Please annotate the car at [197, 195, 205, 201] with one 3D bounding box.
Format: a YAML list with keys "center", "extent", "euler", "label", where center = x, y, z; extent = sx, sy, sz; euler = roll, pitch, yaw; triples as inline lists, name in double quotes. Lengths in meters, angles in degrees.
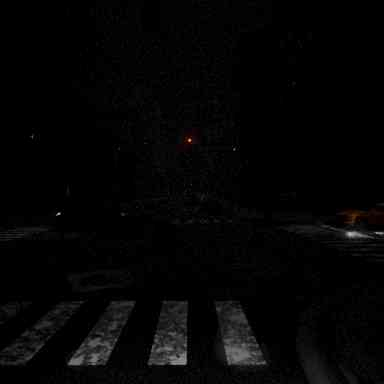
- center: [2.409, 1.600, 85.732]
  extent: [1.967, 1.590, 4.097]
  euler: [0, 0, 0]
  label: "car"

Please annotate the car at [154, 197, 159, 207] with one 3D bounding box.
- center: [-5.677, 1.489, 41.656]
  extent: [1.967, 1.590, 4.097]
  euler: [0, 0, 0]
  label: "car"

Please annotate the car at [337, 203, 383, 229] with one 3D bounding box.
- center: [11.645, 1.435, 20.644]
  extent: [5.008, 1.535, 1.882]
  euler: [0, 0, 0]
  label: "car"

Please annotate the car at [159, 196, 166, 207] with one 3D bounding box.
- center: [-5.662, 1.653, 52.678]
  extent: [1.802, 1.307, 4.206]
  euler: [0, 0, 0]
  label: "car"

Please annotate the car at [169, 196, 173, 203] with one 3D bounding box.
- center: [-5.639, 1.552, 69.210]
  extent: [1.967, 1.590, 4.097]
  euler: [0, 0, 0]
  label: "car"

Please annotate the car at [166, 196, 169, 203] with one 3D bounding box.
- center: [-5.654, 1.634, 58.188]
  extent: [2.008, 1.369, 4.403]
  euler: [0, 0, 0]
  label: "car"

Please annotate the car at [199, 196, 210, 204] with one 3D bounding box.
- center: [2.356, 1.641, 47.157]
  extent: [1.802, 1.307, 4.206]
  euler: [0, 0, 0]
  label: "car"

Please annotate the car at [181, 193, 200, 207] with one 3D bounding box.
- center: [-0.177, 1.421, 51.886]
  extent: [2.097, 1.767, 4.553]
  euler: [0, 0, 0]
  label: "car"

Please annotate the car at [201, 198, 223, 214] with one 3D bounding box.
- center: [2.341, 1.606, 36.134]
  extent: [1.947, 1.339, 4.313]
  euler: [0, 0, 0]
  label: "car"

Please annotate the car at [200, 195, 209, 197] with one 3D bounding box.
- center: [2.363, 1.637, 52.667]
  extent: [1.947, 1.339, 4.313]
  euler: [0, 0, 0]
  label: "car"

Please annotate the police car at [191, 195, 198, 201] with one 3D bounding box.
- center: [0.603, 1.598, 90.214]
  extent: [1.930, 1.638, 5.238]
  euler: [0, 0, 0]
  label: "police car"

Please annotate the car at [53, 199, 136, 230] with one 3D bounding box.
- center: [-6.104, 1.368, 20.579]
  extent: [4.553, 1.767, 2.097]
  euler: [0, 0, 0]
  label: "car"

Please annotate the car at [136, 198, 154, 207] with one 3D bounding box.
- center: [-5.684, 1.480, 36.146]
  extent: [1.967, 1.590, 4.097]
  euler: [0, 0, 0]
  label: "car"

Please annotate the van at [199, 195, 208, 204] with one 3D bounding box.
- center: [2.386, 1.453, 69.199]
  extent: [1.690, 1.788, 3.998]
  euler: [0, 0, 0]
  label: "van"

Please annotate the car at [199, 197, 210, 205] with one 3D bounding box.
- center: [2.378, 1.647, 63.688]
  extent: [2.008, 1.369, 4.403]
  euler: [0, 0, 0]
  label: "car"

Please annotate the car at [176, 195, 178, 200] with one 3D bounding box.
- center: [-5.609, 1.721, 91.253]
  extent: [1.887, 1.381, 4.507]
  euler: [0, 0, 0]
  label: "car"

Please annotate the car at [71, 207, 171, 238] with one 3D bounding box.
- center: [-3.482, 1.611, 17.339]
  extent: [4.718, 1.301, 1.895]
  euler: [0, 0, 0]
  label: "car"

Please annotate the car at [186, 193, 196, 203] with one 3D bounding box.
- center: [-0.244, 1.349, 73.385]
  extent: [2.150, 2.045, 5.566]
  euler: [0, 0, 0]
  label: "car"

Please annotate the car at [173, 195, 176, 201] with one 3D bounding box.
- center: [-5.624, 1.694, 80.231]
  extent: [2.008, 1.369, 4.403]
  euler: [0, 0, 0]
  label: "car"
